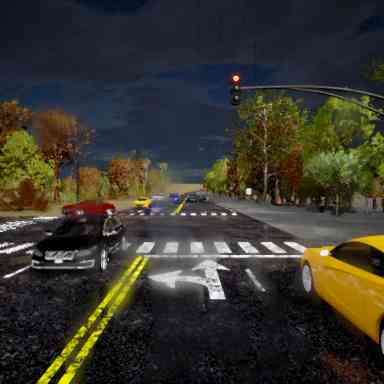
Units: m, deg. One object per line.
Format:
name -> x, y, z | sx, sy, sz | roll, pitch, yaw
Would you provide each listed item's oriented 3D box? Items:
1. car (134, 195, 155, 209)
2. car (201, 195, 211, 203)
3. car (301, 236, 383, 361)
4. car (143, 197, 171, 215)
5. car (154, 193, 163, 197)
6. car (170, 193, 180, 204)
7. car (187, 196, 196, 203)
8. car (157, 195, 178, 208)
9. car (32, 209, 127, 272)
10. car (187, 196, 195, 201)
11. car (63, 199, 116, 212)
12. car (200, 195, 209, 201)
car -> -6.712, 1.480, 45.544 | 1.882, 1.535, 5.008 | 0, 0, 0
car -> 3.094, 1.504, 71.486 | 2.128, 1.511, 4.902 | 0, 0, 0
car -> 3.349, 1.444, 5.406 | 1.882, 1.535, 5.008 | 0, 1, 0
car -> -3.429, 1.524, 33.544 | 1.812, 1.442, 4.674 | 0, 0, 0
car -> -6.691, 1.229, 65.808 | 2.150, 2.045, 5.566 | 0, 0, 0
car -> -3.451, 1.228, 64.463 | 2.150, 2.045, 5.566 | 0, 0, 0
car -> -0.138, 1.566, 72.155 | 1.994, 1.385, 4.181 | 0, 0, 0
car -> -3.468, 1.550, 47.688 | 2.033, 1.411, 5.357 | 0, 0, 0
car -> -3.380, 1.507, 10.843 | 1.837, 1.490, 4.892 | 0, 0, 0
car -> -0.204, 1.606, 81.977 | 1.895, 1.301, 4.718 | 0, 0, 0
car -> -9.382, 1.439, 30.660 | 1.882, 1.535, 5.008 | 2, 1, 40
car -> 3.046, 1.458, 81.641 | 2.033, 1.411, 5.357 | 0, 0, 0
